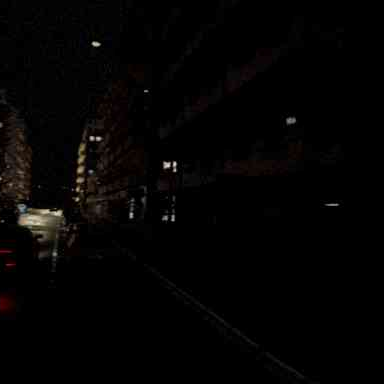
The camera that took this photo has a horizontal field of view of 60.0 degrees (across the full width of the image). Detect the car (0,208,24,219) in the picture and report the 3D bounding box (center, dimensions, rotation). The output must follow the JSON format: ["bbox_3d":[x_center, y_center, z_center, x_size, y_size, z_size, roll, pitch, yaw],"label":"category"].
[{"bbox_3d":[-17.566,2.479,31.497,1.994,1.385,4.181,3,-3,-21],"label":"car"}]

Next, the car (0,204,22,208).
[{"bbox_3d":[-27.984,2.802,50.845,2.192,1.841,5.009,4,-3,-21],"label":"car"}]

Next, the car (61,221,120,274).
[{"bbox_3d":[-3.736,1.998,12.145,1.752,1.417,4.829,4,-3,-21],"label":"car"}]

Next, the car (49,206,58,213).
[{"bbox_3d":[-33.399,4.254,80.011,2.033,1.411,5.357,3,-3,-21],"label":"car"}]

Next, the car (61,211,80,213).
[{"bbox_3d":[-9.820,2.542,27.569,1.887,1.381,4.507,4,-3,-21],"label":"car"}]

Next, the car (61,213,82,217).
[{"bbox_3d":[-7.744,2.362,22.305,1.887,1.381,4.507,4,-3,-21],"label":"car"}]

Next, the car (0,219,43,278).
[{"bbox_3d":[-6.216,1.848,11.089,1.837,1.490,4.892,3,-3,-21],"label":"car"}]

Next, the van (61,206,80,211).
[{"bbox_3d":[-11.889,2.519,32.845,1.690,1.788,3.998,4,-3,-21],"label":"van"}]

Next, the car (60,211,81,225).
[{"bbox_3d":[-13.974,2.909,38.098,2.008,1.369,4.403,4,-3,-21],"label":"car"}]

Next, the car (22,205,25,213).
[{"bbox_3d":[-30.069,3.220,56.096,2.008,1.369,4.403,4,-3,-21],"label":"car"}]

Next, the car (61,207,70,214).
[{"bbox_3d":[-28.571,4.173,75.109,1.752,1.417,4.829,4,-3,-21],"label":"car"}]

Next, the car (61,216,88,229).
[{"bbox_3d":[-5.668,2.189,17.039,2.008,1.369,4.403,4,-3,-21],"label":"car"}]

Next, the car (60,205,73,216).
[{"bbox_3d":[-24.346,3.588,64.432,2.192,1.841,5.009,4,-3,-21],"label":"car"}]
